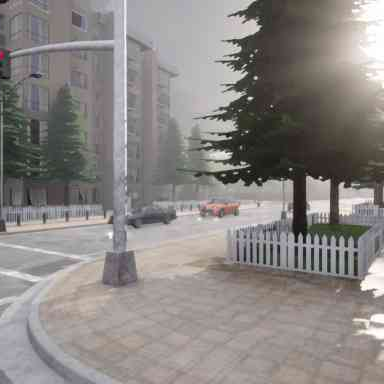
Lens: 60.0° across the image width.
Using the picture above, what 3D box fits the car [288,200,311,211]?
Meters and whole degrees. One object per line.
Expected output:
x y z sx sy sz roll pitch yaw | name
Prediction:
12.834 1.541 39.893 1.812 1.442 4.674 0 0 32 | car

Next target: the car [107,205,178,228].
-3.135 1.563 22.479 2.033 1.411 5.357 0 0 34 | car

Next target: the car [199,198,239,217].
2.586 1.367 31.021 2.097 1.767 4.553 0 0 34 | car
